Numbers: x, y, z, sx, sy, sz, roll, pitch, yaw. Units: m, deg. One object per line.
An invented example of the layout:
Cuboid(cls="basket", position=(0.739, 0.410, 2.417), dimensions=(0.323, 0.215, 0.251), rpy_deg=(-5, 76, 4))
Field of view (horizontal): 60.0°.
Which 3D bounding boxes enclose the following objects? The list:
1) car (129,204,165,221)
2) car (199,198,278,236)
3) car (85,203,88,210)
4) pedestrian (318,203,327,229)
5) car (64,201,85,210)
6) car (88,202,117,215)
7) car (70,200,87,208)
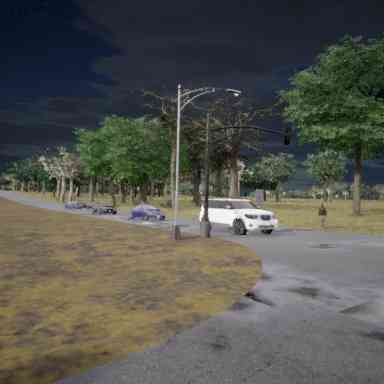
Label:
Cuboid(cls="car", position=(-4.168, 1.862, 30.365), dimensions=(1.812, 1.442, 4.674), rpy_deg=(3, -2, -34))
Cuboid(cls="car", position=(2.559, 1.388, 19.882), dimensions=(2.150, 2.045, 5.566), rpy_deg=(2, -2, -30))
Cuboid(cls="car", position=(-15.813, 2.254, 54.474), dimensions=(1.994, 1.385, 4.181), rpy_deg=(3, -2, -35))
Cuboid(cls="pedestrian", position=(9.312, 1.717, 23.832), dimensions=(0.375, 1.860, 0.375), rpy_deg=(1, -1, -34))
Cuboid(cls="car", position=(-18.971, 2.130, 52.695), dimensions=(1.812, 1.442, 4.674), rpy_deg=(3, -2, -34))
Cuboid(cls="car", position=(-10.467, 2.008, 39.796), dimensions=(1.994, 1.385, 4.181), rpy_deg=(3, -2, -33))
Cuboid(cls="car", position=(-21.372, 2.308, 62.784), dimensions=(1.994, 1.385, 4.181), rpy_deg=(3, -2, -34))
